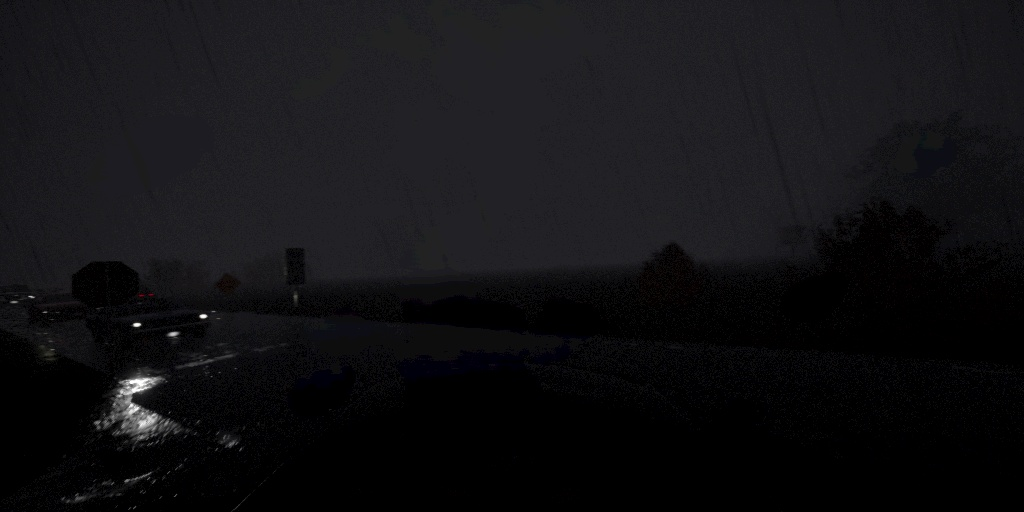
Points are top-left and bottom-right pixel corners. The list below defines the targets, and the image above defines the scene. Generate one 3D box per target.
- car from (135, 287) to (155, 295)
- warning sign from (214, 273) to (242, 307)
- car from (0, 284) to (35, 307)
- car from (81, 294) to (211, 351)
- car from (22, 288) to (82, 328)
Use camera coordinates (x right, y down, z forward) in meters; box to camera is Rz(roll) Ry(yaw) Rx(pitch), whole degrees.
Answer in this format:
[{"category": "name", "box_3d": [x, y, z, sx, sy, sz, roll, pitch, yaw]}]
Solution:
[{"category": "car", "box_3d": [-23.791, 2.668, 22.167, 4.902, 1.511, 2.128, -3, -1, 31]}, {"category": "warning sign", "box_3d": [-16.033, 1.881, 20.284, 1.060, 1.860, 1.300, 0, 0, 31]}, {"category": "car", "box_3d": [-39.795, 3.278, 28.376, 5.566, 2.045, 2.150, -4, -1, 31]}, {"category": "car", "box_3d": [-11.681, 2.048, 11.500, 4.718, 1.301, 1.895, -3, -1, 31]}, {"category": "car", "box_3d": [-22.031, 2.514, 17.683, 5.008, 1.535, 1.882, -3, -1, 31]}]
